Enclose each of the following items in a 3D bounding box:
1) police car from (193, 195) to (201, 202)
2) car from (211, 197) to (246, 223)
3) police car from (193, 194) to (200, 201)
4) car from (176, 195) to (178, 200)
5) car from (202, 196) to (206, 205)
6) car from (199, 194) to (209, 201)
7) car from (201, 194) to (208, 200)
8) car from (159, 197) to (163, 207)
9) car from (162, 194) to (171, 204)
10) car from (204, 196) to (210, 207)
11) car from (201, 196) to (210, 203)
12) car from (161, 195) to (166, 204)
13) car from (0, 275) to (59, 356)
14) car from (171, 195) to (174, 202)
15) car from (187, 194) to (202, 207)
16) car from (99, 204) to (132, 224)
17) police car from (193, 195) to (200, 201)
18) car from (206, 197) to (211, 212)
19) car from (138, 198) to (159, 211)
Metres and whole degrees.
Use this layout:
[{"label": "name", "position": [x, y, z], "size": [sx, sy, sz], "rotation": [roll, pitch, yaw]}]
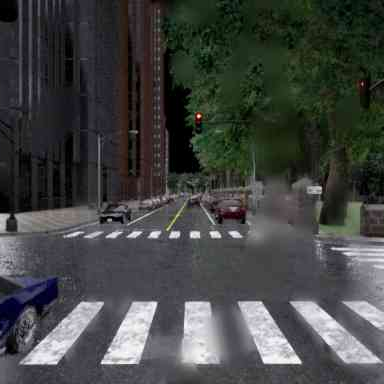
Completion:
[{"label": "police car", "position": [1.132, 1.492, 75.967], "size": [1.930, 1.638, 5.238], "rotation": [0, 0, 0]}, {"label": "car", "position": [2.839, 1.324, 25.196], "size": [2.192, 1.841, 5.009], "rotation": [0, 0, 0]}, {"label": "police car", "position": [1.181, 1.516, 91.967], "size": [1.930, 1.638, 5.238], "rotation": [0, 0, 0]}, {"label": "car", "position": [-5.486, 1.529, 90.697], "size": [1.967, 1.590, 4.097], "rotation": [0, 0, 0]}, {"label": "car", "position": [2.905, 1.583, 47.022], "size": [2.008, 1.369, 4.403], "rotation": [0, 0, 0]}, {"label": "car", "position": [3.022, 1.395, 85.217], "size": [2.192, 1.841, 5.009], "rotation": [0, 0, 0]}, {"label": "car", "position": [2.922, 1.478, 52.478], "size": [1.967, 1.590, 4.097], "rotation": [0, 0, 0]}, {"label": "car", "position": [-5.620, 1.614, 47.040], "size": [1.802, 1.307, 4.206], "rotation": [0, 0, 0]}, {"label": "car", "position": [-5.570, 1.632, 63.412], "size": [1.802, 1.307, 4.206], "rotation": [0, 0, 0]}, {"label": "car", "position": [2.889, 1.577, 41.565], "size": [2.008, 1.369, 4.403], "rotation": [0, 0, 0]}, {"label": "car", "position": [2.989, 1.589, 74.474], "size": [1.752, 1.417, 4.829], "rotation": [0, 0, 0]}, {"label": "car", "position": [-5.603, 1.620, 52.498], "size": [1.802, 1.307, 4.206], "rotation": [0, 0, 0]}, {"label": "car", "position": [-3.326, 1.605, 3.410], "size": [1.895, 1.301, 4.718], "rotation": [0, 0, 4]}, {"label": "car", "position": [-5.553, 1.371, 68.869], "size": [2.192, 1.841, 5.009], "rotation": [0, 0, 0]}, {"label": "car", "position": [0.264, 1.537, 52.902], "size": [1.837, 1.490, 4.892], "rotation": [0, -2, 0]}, {"label": "car", "position": [-5.687, 1.575, 25.213], "size": [1.947, 1.339, 4.313], "rotation": [0, 0, 0]}, {"label": "police car", "position": [1.144, 1.507, 85.967], "size": [1.930, 1.638, 5.238], "rotation": [0, 0, 0]}, {"label": "car", "position": [2.872, 1.586, 36.108], "size": [1.947, 1.339, 4.313], "rotation": [0, 0, 0]}, {"label": "car", "position": [-5.637, 1.577, 41.583], "size": [2.008, 1.369, 4.403], "rotation": [0, 0, 0]}]
